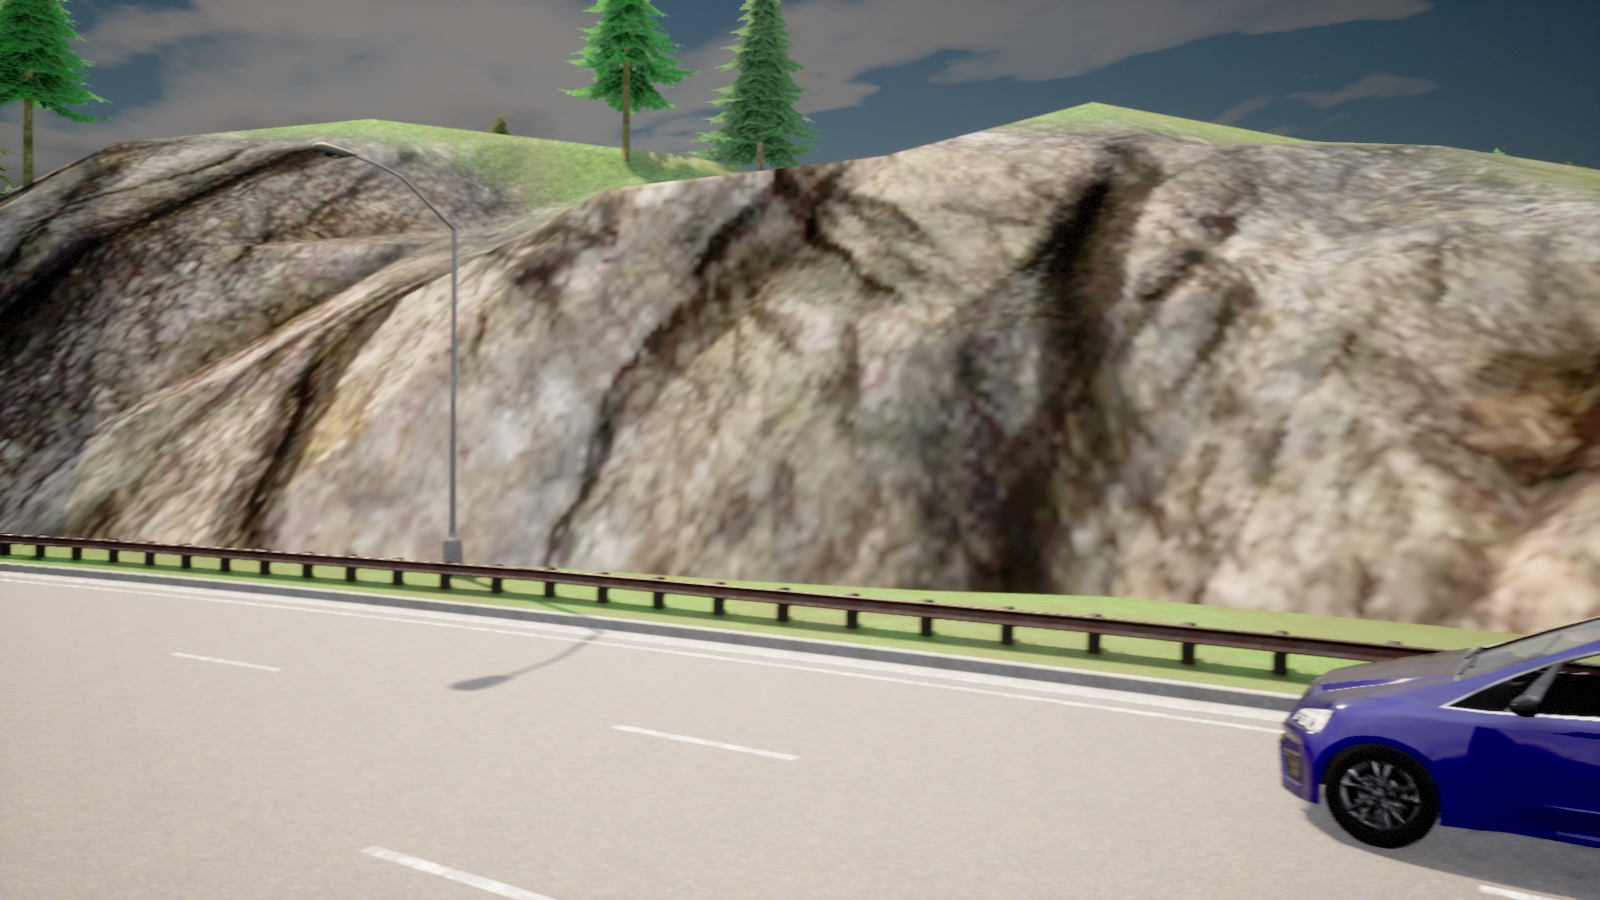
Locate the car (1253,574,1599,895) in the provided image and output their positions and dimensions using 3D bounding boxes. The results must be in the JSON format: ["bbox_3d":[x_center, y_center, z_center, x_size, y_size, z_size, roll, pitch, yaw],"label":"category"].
[{"bbox_3d":[5.849,1.959,7.950,4.611,1.667,2.242,1,0,35],"label":"car"}]
